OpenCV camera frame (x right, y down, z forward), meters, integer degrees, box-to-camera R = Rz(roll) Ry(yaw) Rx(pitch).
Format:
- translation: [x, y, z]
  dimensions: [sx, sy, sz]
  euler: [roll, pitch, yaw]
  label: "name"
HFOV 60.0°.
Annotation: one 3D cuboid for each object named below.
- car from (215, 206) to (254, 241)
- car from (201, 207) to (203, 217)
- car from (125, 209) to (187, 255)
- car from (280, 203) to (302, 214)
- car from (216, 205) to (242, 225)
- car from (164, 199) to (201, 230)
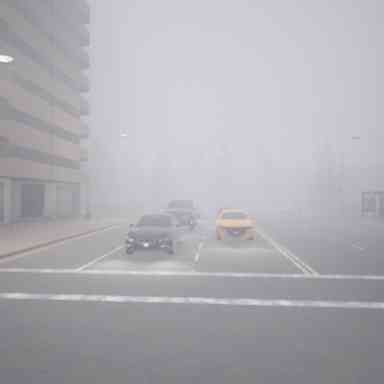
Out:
- translation: [2.347, 1.742, 18.727]
  dimensions: [1.882, 1.535, 5.008]
  euler: [0, -1, 4]
  label: "car"
- translation: [0.071, 1.955, 34.692]
  dimensions: [1.882, 1.535, 5.008]
  euler: [0, -1, 5]
  label: "car"
- translation: [-1.484, 1.702, 14.440]
  dimensions: [1.837, 1.490, 4.892]
  euler: [0, -1, 4]
  label: "car"
- translation: [13.531, 2.175, 45.749]
  dimensions: [1.812, 1.442, 4.674]
  euler: [0, -1, 35]
  label: "car"
- translation: [3.119, 1.954, 28.978]
  dimensions: [2.033, 1.411, 5.357]
  euler: [0, -1, 4]
  label: "car"
- translation: [-0.747, 1.554, 24.262]
  dimensions: [2.150, 2.045, 5.566]
  euler: [0, -1, 4]
  label: "car"
